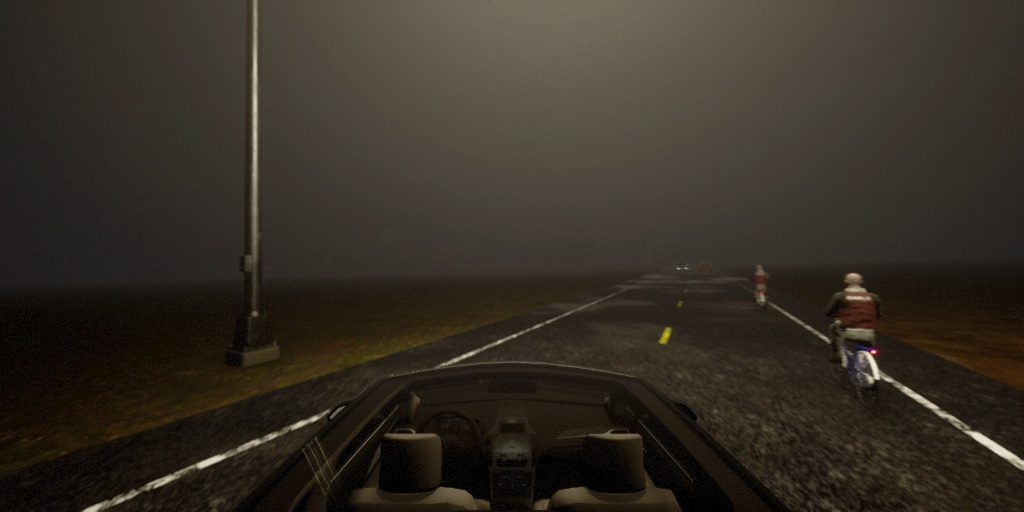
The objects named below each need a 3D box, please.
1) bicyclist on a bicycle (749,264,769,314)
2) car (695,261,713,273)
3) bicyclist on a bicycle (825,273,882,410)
[{"bbox_3d":[9.048,1.185,13.147,0.659,1.776,1.843,-1,0,28],"label":"bicyclist on a bicycle"},{"bbox_3d":[28.552,1.633,53.075,1.882,1.535,5.008,-1,0,27],"label":"car"},{"bbox_3d":[4.887,1.126,5.202,0.659,1.776,1.843,-1,0,28],"label":"bicyclist on a bicycle"}]
